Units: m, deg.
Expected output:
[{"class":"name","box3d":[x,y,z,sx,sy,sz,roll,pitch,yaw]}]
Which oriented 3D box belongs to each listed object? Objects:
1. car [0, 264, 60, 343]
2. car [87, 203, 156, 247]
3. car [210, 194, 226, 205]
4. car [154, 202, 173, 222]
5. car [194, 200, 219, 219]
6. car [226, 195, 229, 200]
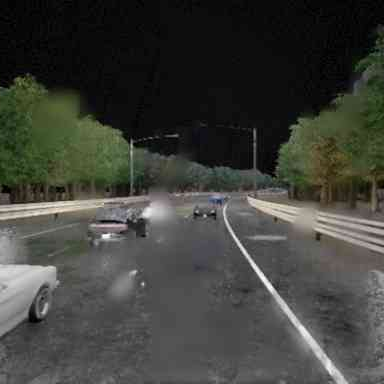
[{"class":"car","box3d":[-3.474,1.598,4.251,1.895,1.301,4.718,0,0,1]},{"class":"car","box3d":[-3.188,1.491,15.077,2.128,1.511,4.902,0,0,2]},{"class":"car","box3d":[4.107,1.262,55.375,1.882,1.535,5.008,0,1,8]},{"class":"car","box3d":[-2.611,1.527,25.920,1.812,1.442,4.674,0,0,4]},{"class":"car","box3d":[1.218,1.606,28.940,1.895,1.301,4.718,0,0,4]},{"class":"car","box3d":[6.996,1.101,73.657,1.994,1.385,4.181,0,1,11]}]
